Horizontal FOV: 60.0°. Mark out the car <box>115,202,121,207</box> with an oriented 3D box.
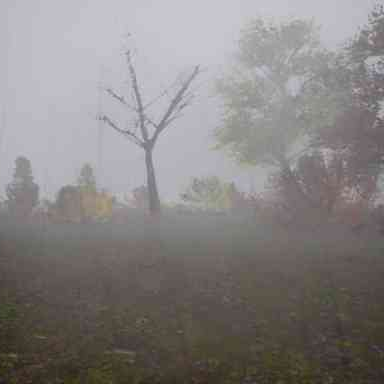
[{"bbox_3d":[-16.248,2.381,65.695,1.895,1.301,4.718,-2,-1,31],"label":"car"}]
